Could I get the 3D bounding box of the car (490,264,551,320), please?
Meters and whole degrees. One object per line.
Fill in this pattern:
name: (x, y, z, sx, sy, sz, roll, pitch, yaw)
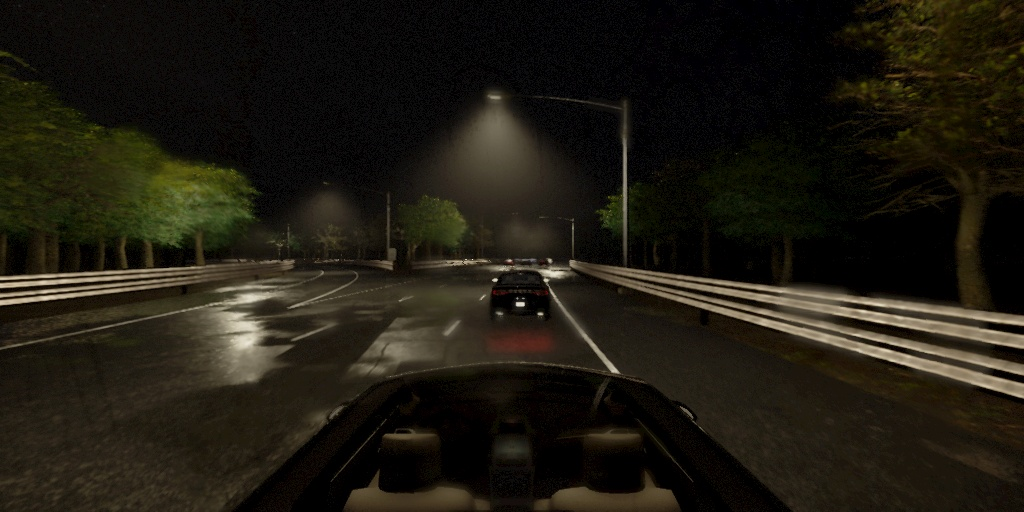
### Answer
car: (0.309, 1.229, 12.727, 1.882, 1.535, 5.008, 0, 0, 2)
